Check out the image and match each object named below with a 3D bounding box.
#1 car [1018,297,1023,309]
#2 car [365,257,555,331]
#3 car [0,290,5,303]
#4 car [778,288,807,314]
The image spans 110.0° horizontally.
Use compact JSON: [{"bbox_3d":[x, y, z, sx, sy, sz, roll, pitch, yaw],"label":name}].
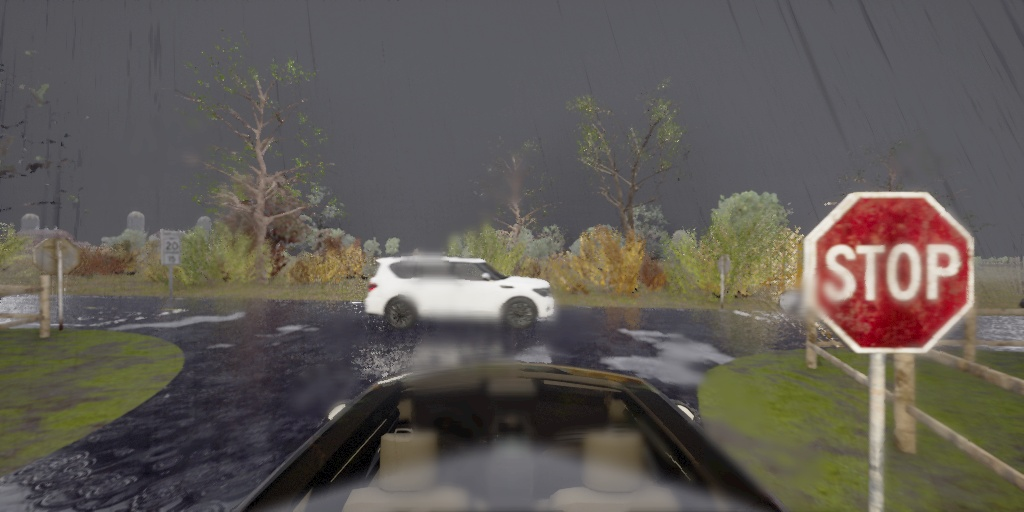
[{"bbox_3d":[22.321,1.800,13.463,4.902,1.511,2.128,1,0,1],"label":"car"},{"bbox_3d":[-1.510,1.040,10.920,5.566,2.045,2.150,0,0,1],"label":"car"},{"bbox_3d":[-19.082,1.023,11.217,4.674,1.442,1.812,1,0,1],"label":"car"},{"bbox_3d":[12.906,1.614,13.623,4.902,1.511,2.128,1,0,1],"label":"car"}]
